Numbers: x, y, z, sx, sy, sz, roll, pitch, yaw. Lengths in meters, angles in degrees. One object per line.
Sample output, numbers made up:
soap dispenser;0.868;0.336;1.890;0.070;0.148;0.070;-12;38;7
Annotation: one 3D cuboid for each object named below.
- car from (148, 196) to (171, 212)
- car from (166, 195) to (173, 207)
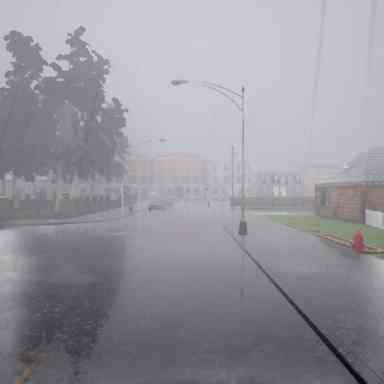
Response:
car;-4.010;1.547;39.787;2.033;1.411;5.357;0;0;0
car;-3.954;1.352;49.936;2.097;1.767;4.553;0;0;1
